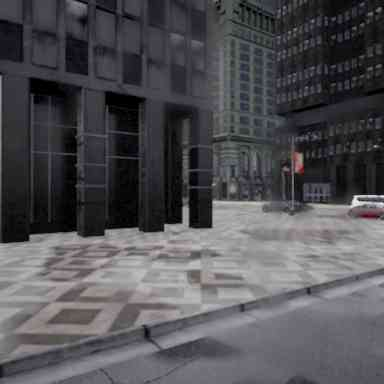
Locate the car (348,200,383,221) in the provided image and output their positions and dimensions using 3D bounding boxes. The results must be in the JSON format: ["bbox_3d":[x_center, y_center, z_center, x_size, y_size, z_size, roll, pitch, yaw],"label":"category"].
[{"bbox_3d":[15.720,1.701,28.657,1.994,1.385,4.181,0,0,-34],"label":"car"}]

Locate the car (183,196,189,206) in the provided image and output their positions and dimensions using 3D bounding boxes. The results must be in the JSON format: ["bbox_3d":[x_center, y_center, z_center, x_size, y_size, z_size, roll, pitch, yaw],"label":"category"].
[{"bbox_3d":[-1.598,1.480,54.111,2.097,1.767,4.553,0,0,-34],"label":"car"}]

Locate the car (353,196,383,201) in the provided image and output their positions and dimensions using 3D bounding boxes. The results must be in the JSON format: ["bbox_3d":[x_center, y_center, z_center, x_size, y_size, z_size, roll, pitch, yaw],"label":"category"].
[{"bbox_3d":[17.842,1.368,31.308,2.150,2.045,5.566,0,0,-34],"label":"car"}]

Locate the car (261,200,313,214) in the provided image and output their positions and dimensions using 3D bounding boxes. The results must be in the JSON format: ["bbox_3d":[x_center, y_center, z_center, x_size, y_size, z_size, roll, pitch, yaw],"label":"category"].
[{"bbox_3d":[10.142,1.678,36.818,2.033,1.411,5.357,0,0,-34],"label":"car"}]

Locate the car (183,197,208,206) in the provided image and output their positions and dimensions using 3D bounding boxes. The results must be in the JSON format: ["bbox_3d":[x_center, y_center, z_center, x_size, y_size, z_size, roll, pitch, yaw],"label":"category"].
[{"bbox_3d":[0.541,1.646,56.758,1.837,1.490,4.892,0,-1,-34],"label":"car"}]
